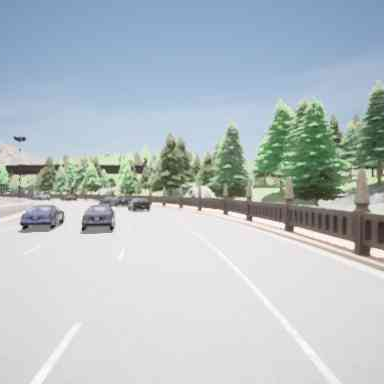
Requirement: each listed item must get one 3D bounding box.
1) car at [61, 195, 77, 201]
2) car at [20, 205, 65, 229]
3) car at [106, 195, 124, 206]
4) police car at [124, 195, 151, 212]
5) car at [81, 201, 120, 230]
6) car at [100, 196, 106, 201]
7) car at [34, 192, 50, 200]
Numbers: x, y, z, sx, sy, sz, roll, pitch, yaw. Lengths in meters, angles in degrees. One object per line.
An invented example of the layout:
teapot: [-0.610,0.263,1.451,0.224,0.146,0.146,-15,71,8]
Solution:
car: [-25.994,1.249,70.236,1.994,1.385,4.181,0,0,-43]
car: [-9.441,1.517,21.334,2.033,1.411,5.357,0,0,-13]
car: [-10.487,1.243,48.211,2.097,1.767,4.553,0,0,-26]
police car: [-6.149,1.331,38.292,1.930,1.638,5.238,0,0,-21]
car: [-5.733,1.505,20.704,2.033,1.411,5.357,0,0,-12]
car: [-13.602,1.411,54.043,1.812,1.442,4.674,0,0,-30]
car: [-36.670,0.999,80.991,5.566,2.045,2.150,0,0,41]
